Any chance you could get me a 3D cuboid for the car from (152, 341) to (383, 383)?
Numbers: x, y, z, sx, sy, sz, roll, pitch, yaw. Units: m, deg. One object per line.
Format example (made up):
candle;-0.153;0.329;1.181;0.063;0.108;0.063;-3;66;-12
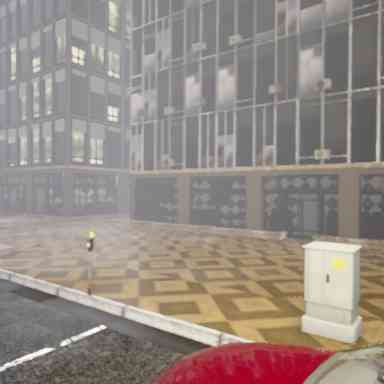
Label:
car;1.520;1.584;1.787;4.206;1.307;1.802;0;0;35
